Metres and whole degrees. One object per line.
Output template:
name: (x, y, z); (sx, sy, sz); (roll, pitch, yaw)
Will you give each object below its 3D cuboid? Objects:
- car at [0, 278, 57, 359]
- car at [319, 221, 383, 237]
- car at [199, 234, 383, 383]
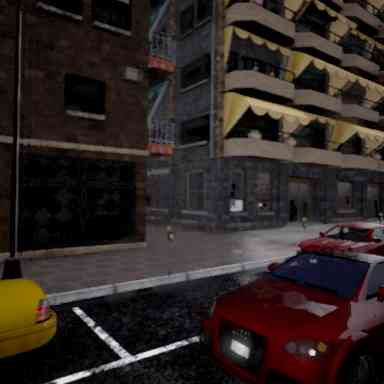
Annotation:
car: (-4.104, 1.530, 3.607); (4.829, 1.417, 1.752); (0, 0, -36)
car: (5.081, 1.620, 10.199); (4.507, 1.381, 1.887); (0, 0, -36)
car: (2.157, 1.599, 4.925); (4.181, 1.385, 1.994); (0, 0, -36)
